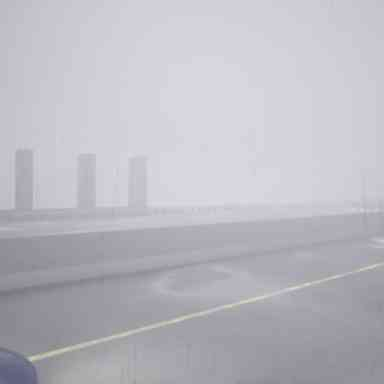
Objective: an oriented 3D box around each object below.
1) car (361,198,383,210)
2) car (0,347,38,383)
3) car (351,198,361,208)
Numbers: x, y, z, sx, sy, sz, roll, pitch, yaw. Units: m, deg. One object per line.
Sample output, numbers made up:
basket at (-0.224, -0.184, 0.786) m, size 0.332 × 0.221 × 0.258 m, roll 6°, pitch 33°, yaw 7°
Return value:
car at (25.211, 1.525, 44.322) m, size 4.902 × 1.511 × 2.128 m, roll 0°, pitch 0°, yaw -36°
car at (-3.206, 1.527, 1.476) m, size 4.674 × 1.442 × 1.812 m, roll 0°, pitch 0°, yaw -35°
car at (25.588, 1.583, 48.919) m, size 5.357 × 1.411 × 2.033 m, roll 0°, pitch 0°, yaw -36°
